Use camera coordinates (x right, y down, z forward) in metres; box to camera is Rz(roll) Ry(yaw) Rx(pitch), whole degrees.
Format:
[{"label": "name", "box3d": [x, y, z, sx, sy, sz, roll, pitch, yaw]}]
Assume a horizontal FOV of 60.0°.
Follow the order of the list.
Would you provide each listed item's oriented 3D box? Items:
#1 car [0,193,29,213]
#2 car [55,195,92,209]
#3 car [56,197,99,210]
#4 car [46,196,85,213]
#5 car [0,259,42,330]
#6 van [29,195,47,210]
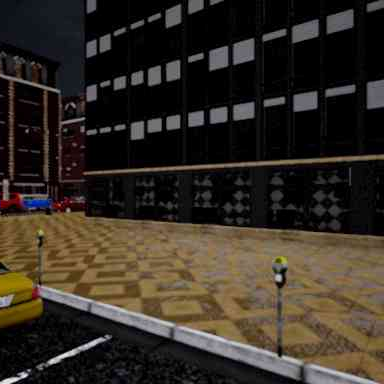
[{"label": "car", "box3d": [-19.634, 1.134, 32.766, 2.150, 2.045, 5.566, 0, 1, 35]}, {"label": "car", "box3d": [-15.339, 1.221, 43.223, 1.967, 1.590, 4.097, 1, 1, 35]}, {"label": "car", "box3d": [-13.973, 1.391, 40.892, 1.895, 1.301, 4.718, 0, 1, 35]}, {"label": "car", "box3d": [-12.099, 1.380, 34.098, 1.887, 1.381, 4.507, 1, 1, 35]}, {"label": "car", "box3d": [-4.639, 1.552, 6.030, 4.829, 1.417, 1.752, 0, 0, 36]}, {"label": "van", "box3d": [-18.575, 1.191, 38.583, 1.690, 1.788, 3.998, 1, 1, 35]}]
